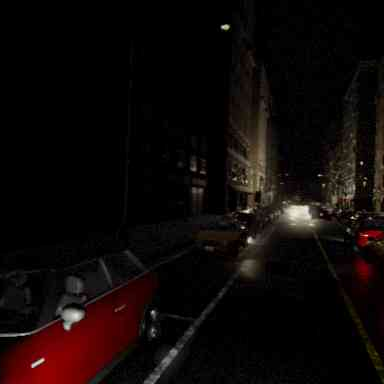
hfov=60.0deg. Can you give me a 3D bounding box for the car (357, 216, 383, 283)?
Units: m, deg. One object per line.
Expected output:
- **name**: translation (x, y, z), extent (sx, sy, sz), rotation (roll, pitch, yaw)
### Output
- **car**: translation (6.589, 1.804, 10.227), extent (1.801, 1.575, 5.366), rotation (2, -1, 19)

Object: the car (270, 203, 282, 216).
- **car**: translation (7.939, 2.164, 34.706), extent (2.008, 1.369, 4.403), rotation (2, -1, 18)

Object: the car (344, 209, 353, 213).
- **car**: translation (13.946, 2.348, 27.110), extent (1.947, 1.339, 4.313), rotation (2, -1, 18)

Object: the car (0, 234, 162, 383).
- **car**: translation (-1.863, 1.401, 3.753), extent (1.967, 1.590, 4.097), rotation (2, -1, 18)

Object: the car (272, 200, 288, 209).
- **car**: translation (12.852, 2.246, 50.185), extent (2.192, 1.841, 5.009), rotation (2, 0, 18)

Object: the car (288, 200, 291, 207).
- **car**: translation (20.834, 2.998, 75.405), extent (2.008, 1.369, 4.403), rotation (2, 0, 18)

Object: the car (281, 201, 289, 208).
- **car**: translation (24.077, 3.180, 85.640), extent (1.752, 1.417, 4.829), rotation (2, 0, 18)

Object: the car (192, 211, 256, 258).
- **car**: translation (1.351, 1.701, 13.908), extent (1.752, 1.417, 4.829), rotation (2, -1, 18)

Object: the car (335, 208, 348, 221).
- **car**: translation (17.268, 2.524, 37.591), extent (1.752, 1.417, 4.829), rotation (2, 0, 18)

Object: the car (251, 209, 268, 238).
- **car**: translation (3.035, 1.854, 19.229), extent (1.947, 1.339, 4.313), rotation (2, -1, 18)

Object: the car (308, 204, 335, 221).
- **car**: translation (14.385, 2.448, 37.172), extent (1.994, 1.385, 4.181), rotation (2, 0, 18)

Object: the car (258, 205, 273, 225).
- **car**: translation (4.620, 1.920, 24.226), extent (1.752, 1.417, 4.829), rotation (2, -1, 18)

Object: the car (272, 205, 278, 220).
- **car**: translation (6.303, 2.088, 29.546), extent (1.802, 1.307, 4.206), rotation (2, -1, 18)

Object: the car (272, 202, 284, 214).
- **car**: translation (9.574, 2.270, 39.865), extent (2.008, 1.369, 4.403), rotation (2, 0, 18)

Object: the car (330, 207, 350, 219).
- **car**: translation (18.848, 2.683, 42.587), extent (1.802, 1.307, 4.206), rotation (2, 0, 18)

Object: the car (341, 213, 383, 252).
- **car**: translation (8.436, 1.994, 15.712), extent (1.812, 1.442, 4.674), rotation (2, -1, 18)

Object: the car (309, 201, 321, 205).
- **car**: translation (18.083, 2.601, 48.887), extent (1.882, 1.535, 5.008), rotation (2, 0, 18)
